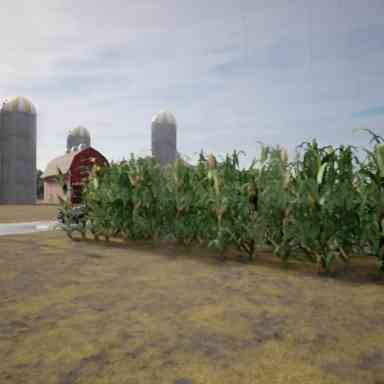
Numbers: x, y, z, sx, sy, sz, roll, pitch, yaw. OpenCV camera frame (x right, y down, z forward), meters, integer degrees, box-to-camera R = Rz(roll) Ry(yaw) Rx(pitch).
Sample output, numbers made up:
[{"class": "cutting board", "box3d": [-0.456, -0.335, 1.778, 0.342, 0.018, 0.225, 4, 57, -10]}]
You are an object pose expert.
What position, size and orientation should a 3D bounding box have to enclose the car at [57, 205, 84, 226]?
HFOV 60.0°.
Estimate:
[{"class": "car", "box3d": [-7.968, 1.769, 25.872, 1.837, 1.490, 4.892, 1, 0, 36]}]
